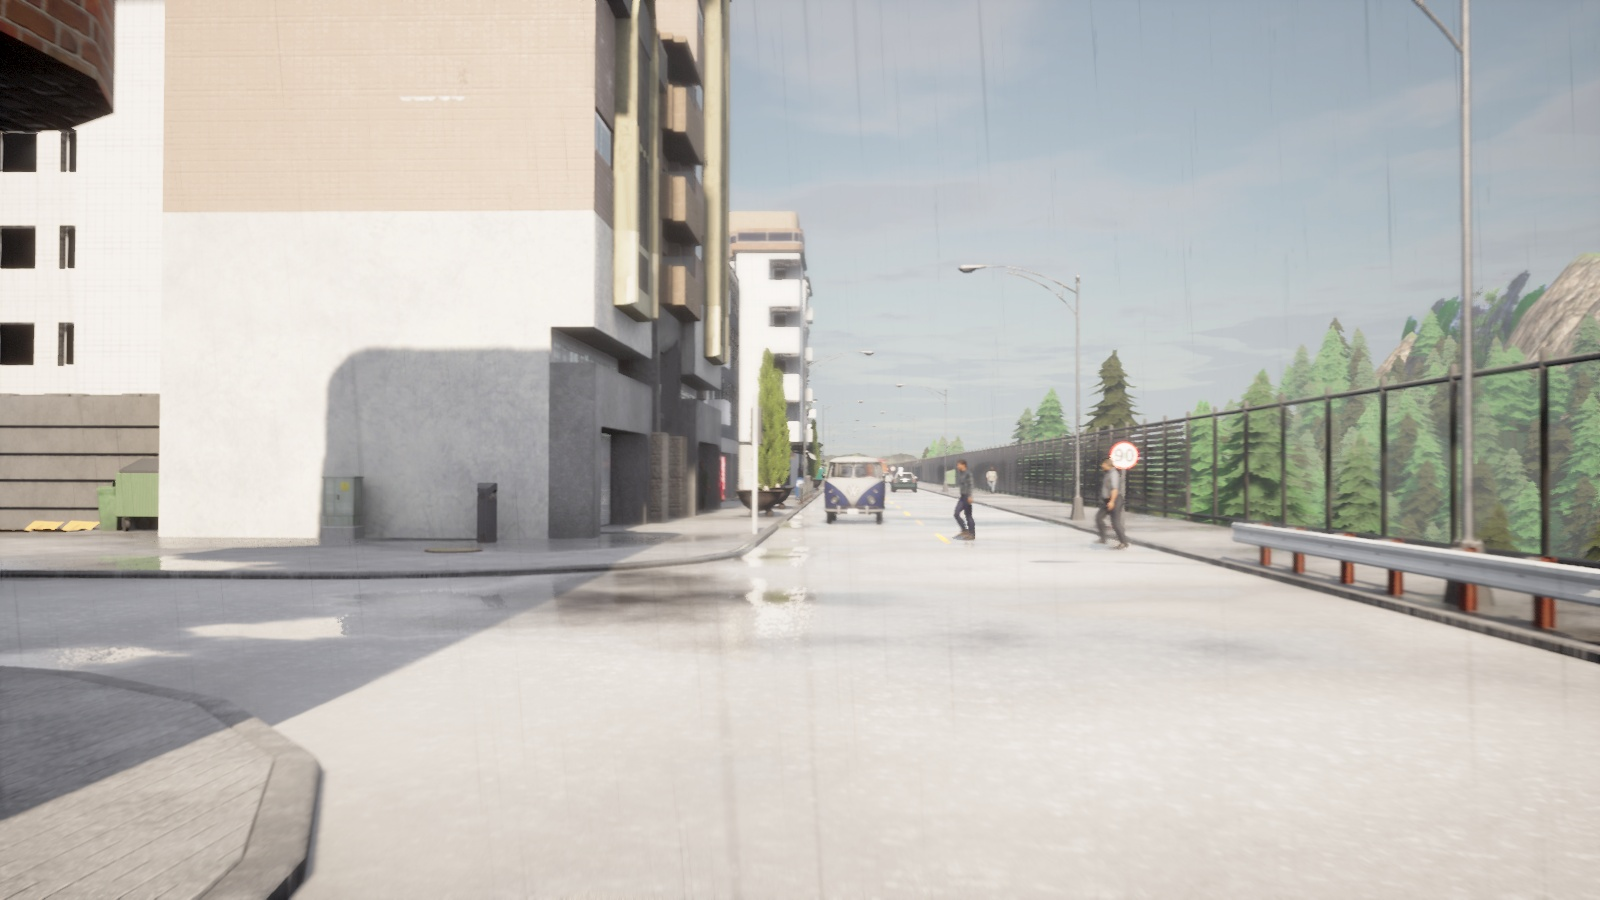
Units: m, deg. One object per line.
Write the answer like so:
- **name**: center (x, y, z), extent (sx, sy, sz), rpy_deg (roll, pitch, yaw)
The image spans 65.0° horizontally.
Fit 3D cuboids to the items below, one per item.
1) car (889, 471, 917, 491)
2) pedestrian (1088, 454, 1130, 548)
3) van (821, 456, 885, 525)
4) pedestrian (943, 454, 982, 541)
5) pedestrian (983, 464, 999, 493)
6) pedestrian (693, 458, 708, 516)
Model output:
- **car**: center (7.762, 2.335, 95.007), extent (1.970, 1.475, 3.806), rpy_deg (0, -1, 2)
- **pedestrian**: center (6.143, 1.002, 24.978), extent (0.694, 1.848, 0.540), rpy_deg (0, -1, 3)
- **van**: center (1.666, 1.200, 38.270), extent (1.775, 1.987, 4.442), rpy_deg (0, -1, 5)
- **pedestrian**: center (3.678, 1.077, 28.395), extent (0.788, 1.949, 0.423), rpy_deg (0, -1, -7)
- **pedestrian**: center (12.201, 1.812, 80.188), extent (0.874, 1.855, 0.900), rpy_deg (0, -1, 4)
- **pedestrian**: center (-3.416, 1.263, 43.167), extent (0.423, 1.949, 0.788), rpy_deg (0, -1, 2)
